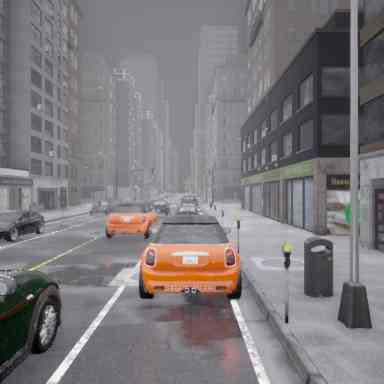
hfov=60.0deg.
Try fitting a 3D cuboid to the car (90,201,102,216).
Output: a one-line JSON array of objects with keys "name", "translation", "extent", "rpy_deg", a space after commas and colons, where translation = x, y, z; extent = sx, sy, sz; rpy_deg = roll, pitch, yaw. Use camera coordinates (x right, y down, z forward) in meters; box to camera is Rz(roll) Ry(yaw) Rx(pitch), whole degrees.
[{"name": "car", "translation": [-8.813, 1.583, 32.928], "extent": [1.802, 1.307, 4.206], "rpy_deg": [0, 0, 0]}]

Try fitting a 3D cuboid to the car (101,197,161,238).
[{"name": "car", "translation": [-3.044, 1.352, 17.665], "extent": [2.097, 1.767, 4.553], "rpy_deg": [0, 0, 0]}]

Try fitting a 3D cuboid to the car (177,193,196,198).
[{"name": "car", "translation": [-0.287, 1.316, 38.459], "extent": [2.192, 1.841, 5.009], "rpy_deg": [0, 0, 0]}]

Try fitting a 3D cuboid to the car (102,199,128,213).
[{"name": "car", "translation": [-8.813, 1.567, 38.453], "extent": [1.947, 1.339, 4.313], "rpy_deg": [0, 0, 0]}]

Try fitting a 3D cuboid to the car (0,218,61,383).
[{"name": "car", "translation": [-3.046, 1.352, 3.259], "extent": [2.097, 1.767, 4.553], "rpy_deg": [0, 0, 0]}]

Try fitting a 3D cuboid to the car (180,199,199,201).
[{"name": "car", "translation": [-0.287, 1.551, 27.412], "extent": [2.008, 1.369, 4.403], "rpy_deg": [0, 0, 0]}]

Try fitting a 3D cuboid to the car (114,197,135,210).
[{"name": "car", "translation": [-8.813, 1.442, 43.978], "extent": [1.967, 1.590, 4.097], "rpy_deg": [0, 0, 0]}]

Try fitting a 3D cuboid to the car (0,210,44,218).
[{"name": "car", "translation": [-8.813, 1.566, 16.352], "extent": [1.947, 1.339, 4.313], "rpy_deg": [0, 0, 0]}]

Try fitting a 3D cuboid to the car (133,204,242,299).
[{"name": "car", "translation": [-0.032, 1.353, 8.621], "extent": [2.097, 1.767, 4.553], "rpy_deg": [0, 0, 0]}]

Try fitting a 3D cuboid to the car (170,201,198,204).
[{"name": "car", "translation": [-0.287, 1.551, 21.888], "extent": [2.008, 1.369, 4.403], "rpy_deg": [0, 0, 0]}]

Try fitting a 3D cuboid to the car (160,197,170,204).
[{"name": "car", "translation": [-3.145, 1.526, 32.982], "extent": [1.812, 1.442, 4.674], "rpy_deg": [0, 0, 0]}]

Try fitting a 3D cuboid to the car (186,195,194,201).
[{"name": "car", "translation": [-0.572, 1.469, 87.873], "extent": [1.967, 1.590, 4.097], "rpy_deg": [0, 0, -1]}]

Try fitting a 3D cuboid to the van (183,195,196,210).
[{"name": "van", "translation": [-0.287, 1.342, 43.983], "extent": [1.690, 1.788, 3.998], "rpy_deg": [0, 0, 0]}]
